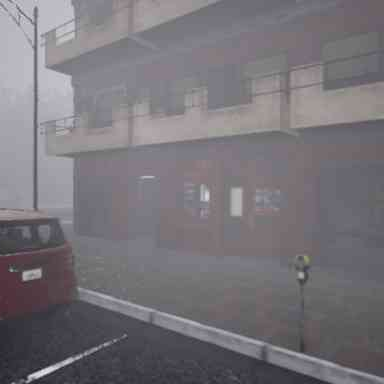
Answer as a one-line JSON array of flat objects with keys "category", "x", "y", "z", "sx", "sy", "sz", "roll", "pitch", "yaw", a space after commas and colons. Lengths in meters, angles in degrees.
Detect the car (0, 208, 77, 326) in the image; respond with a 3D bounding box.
[{"category": "car", "x": -4.180, "y": 1.204, "z": 6.066, "sx": 5.009, "sy": 1.841, "sz": 2.192, "roll": 1, "pitch": 0, "yaw": 36}]
